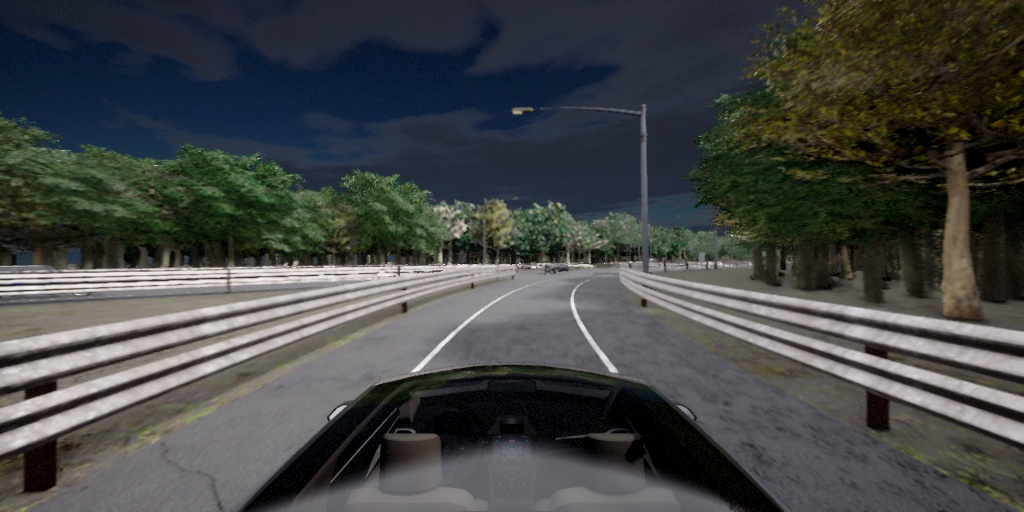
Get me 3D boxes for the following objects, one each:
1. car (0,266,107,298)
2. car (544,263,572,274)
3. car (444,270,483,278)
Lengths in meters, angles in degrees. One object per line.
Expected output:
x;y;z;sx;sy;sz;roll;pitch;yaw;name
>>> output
-24.440;1.290;18.661;4.553;1.767;2.097;0;-1;-45;car
6.237;1.662;49.026;4.674;1.442;1.812;1;-2;-45;car
-5.133;1.594;37.770;4.181;1.385;1.994;0;-1;-45;car
